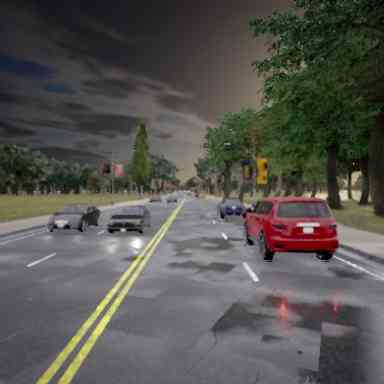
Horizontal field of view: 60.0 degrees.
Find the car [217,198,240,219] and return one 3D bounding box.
[{"bbox_3d":[3.301,1.249,28.405,2.097,1.767,4.553,0,0,0],"label":"car"}]

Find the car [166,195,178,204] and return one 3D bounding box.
[{"bbox_3d":[-3.480,1.293,59.039,1.837,1.490,4.892,0,0,0],"label":"car"}]

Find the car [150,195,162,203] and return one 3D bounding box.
[{"bbox_3d":[-6.733,1.343,62.186,1.994,1.385,4.181,0,0,0],"label":"car"}]

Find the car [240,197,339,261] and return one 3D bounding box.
[{"bbox_3d":[3.339,1.177,12.233,2.150,2.045,5.566,0,0,0],"label":"car"}]

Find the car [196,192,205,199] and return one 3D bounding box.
[{"bbox_3d":[2.781,1.178,94.342,1.882,1.535,5.008,0,0,-1],"label":"car"}]

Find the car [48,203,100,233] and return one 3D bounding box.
[{"bbox_3d":[-6.621,1.422,19.248,2.128,1.511,4.902,0,0,0],"label":"car"}]

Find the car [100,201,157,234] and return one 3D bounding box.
[{"bbox_3d":[-3.372,1.479,18.947,2.033,1.411,5.357,0,0,0],"label":"car"}]
